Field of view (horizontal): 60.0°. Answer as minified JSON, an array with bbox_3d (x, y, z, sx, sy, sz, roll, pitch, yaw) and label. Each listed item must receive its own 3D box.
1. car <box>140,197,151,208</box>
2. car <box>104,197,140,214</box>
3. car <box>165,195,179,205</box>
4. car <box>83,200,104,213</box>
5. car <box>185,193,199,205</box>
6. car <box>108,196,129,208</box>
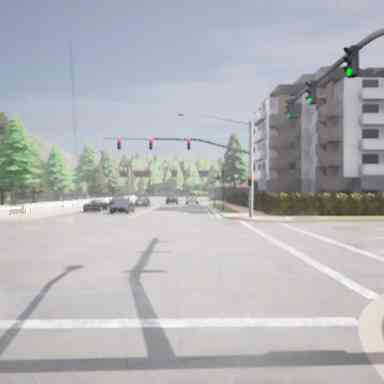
[{"bbox_3d":[-7.042,1.405,47.484,2.128,1.511,4.902,0,0,0],"label":"car"},{"bbox_3d":[-7.069,1.484,34.391,2.033,1.411,5.357,0,0,0],"label":"car"},{"bbox_3d":[-3.476,1.245,58.360,2.097,1.767,4.553,0,0,0],"label":"car"},{"bbox_3d":[-10.557,1.533,36.978,1.895,1.301,4.718,0,0,0],"label":"car"},{"bbox_3d":[0.024,1.115,58.432,2.150,2.045,5.566,0,0,0],"label":"car"},{"bbox_3d":[-10.539,1.390,47.792,1.882,1.535,5.008,0,0,0],"label":"car"}]
